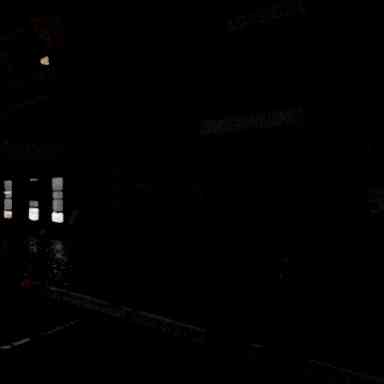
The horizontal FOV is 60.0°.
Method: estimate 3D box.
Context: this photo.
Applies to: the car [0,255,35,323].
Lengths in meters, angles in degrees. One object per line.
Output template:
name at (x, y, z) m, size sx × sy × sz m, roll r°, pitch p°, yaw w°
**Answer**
car at (-4.520, 1.617, 6.085) m, size 4.206 × 1.307 × 1.802 m, roll 0°, pitch 0°, yaw 35°
